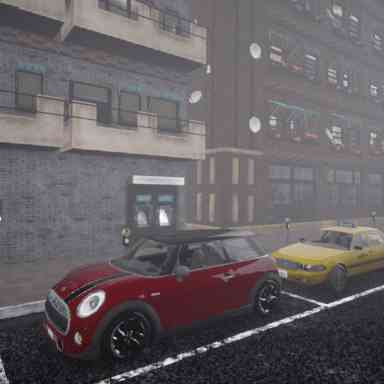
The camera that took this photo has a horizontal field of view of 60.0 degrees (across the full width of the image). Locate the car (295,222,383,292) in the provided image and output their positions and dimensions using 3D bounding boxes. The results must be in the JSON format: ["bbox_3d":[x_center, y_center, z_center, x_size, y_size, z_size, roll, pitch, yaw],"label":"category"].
[{"bbox_3d":[4.013,1.527,8.957,4.829,1.417,1.752,0,1,-36],"label":"car"}]

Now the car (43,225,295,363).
[{"bbox_3d":[-0.363,1.441,5.829,4.097,1.590,1.967,0,1,-36],"label":"car"}]
